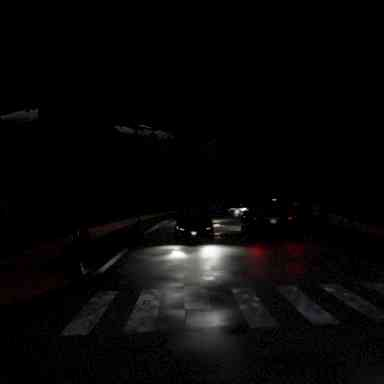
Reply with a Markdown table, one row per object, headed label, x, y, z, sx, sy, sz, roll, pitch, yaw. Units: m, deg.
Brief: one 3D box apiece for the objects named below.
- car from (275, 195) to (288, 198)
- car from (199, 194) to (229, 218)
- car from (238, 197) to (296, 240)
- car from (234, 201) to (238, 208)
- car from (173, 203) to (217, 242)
| label | x | y | z | sx | sy | sz | roll | pitch | yaw |
| --- | --- | --- | --- | --- | --- | --- | --- | --- | --- |
| car | 12.534 | 1.196 | 46.372 | 2.128 | 1.511 | 4.902 | -2 | 0 | 32 |
| car | 2.077 | 1.252 | 31.147 | 2.150 | 2.045 | 5.566 | -2 | 0 | 15 |
| car | 3.788 | 1.349 | 17.170 | 2.097 | 1.767 | 4.553 | -2 | 0 | 3 |
| car | 7.144 | 1.429 | 44.299 | 1.994 | 1.385 | 4.181 | -2 | 0 | 28 |
| car | 0.212 | 1.606 | 17.424 | 1.837 | 1.490 | 4.892 | -2 | 0 | 3 |
